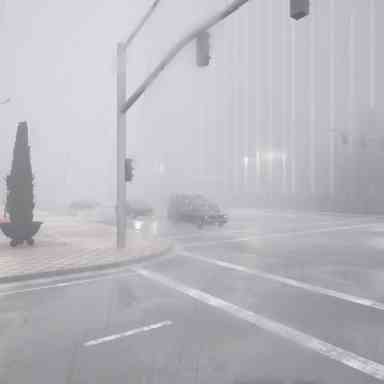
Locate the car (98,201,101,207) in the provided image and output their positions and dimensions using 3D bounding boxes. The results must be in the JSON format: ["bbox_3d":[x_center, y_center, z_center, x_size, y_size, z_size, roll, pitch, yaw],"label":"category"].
[{"bbox_3d":[-15.341,1.547,49.728,2.033,1.411,5.357,0,0,-35],"label":"car"}]

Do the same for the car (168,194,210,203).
[{"bbox_3d":[0.025,1.221,28.372,2.150,2.045,5.566,0,0,-36],"label":"car"}]

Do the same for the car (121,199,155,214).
[{"bbox_3d":[-5.988,1.526,36.707,1.812,1.442,4.674,0,0,-36],"label":"car"}]

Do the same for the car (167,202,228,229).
[{"bbox_3d":[0.271,1.601,21.959,1.895,1.301,4.718,0,0,-34],"label":"car"}]

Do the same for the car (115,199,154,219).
[{"bbox_3d":[-5.183,1.478,29.600,1.882,1.535,5.008,0,0,-36],"label":"car"}]

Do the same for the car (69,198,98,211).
[{"bbox_3d":[-13.846,1.601,41.615,1.895,1.301,4.718,0,0,-36],"label":"car"}]
